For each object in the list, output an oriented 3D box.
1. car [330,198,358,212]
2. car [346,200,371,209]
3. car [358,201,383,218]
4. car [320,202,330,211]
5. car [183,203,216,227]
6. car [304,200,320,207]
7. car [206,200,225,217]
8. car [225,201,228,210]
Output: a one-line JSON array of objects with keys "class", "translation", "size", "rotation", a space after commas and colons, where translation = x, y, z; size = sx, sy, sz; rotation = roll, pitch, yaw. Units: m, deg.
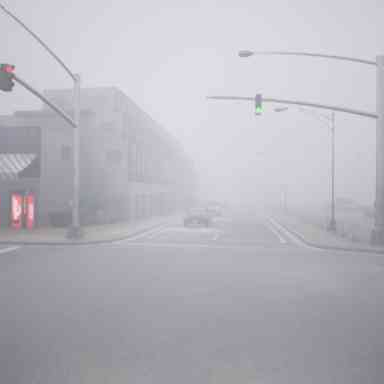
[{"class": "car", "translation": [21.399, 1.781, 45.087], "size": [3.866, 1.878, 1.905], "rotation": [0, -1, 8]}, {"class": "car", "translation": [31.196, 2.358, 62.334], "size": [3.806, 1.475, 1.970], "rotation": [0, -1, 8]}, {"class": "car", "translation": [19.510, 1.706, 32.433], "size": [5.027, 1.636, 2.152], "rotation": [0, -1, 8]}, {"class": "car", "translation": [21.420, 1.833, 48.022], "size": [4.605, 1.855, 1.932], "rotation": [0, -1, 8]}, {"class": "car", "translation": [0.555, 1.825, 25.775], "size": [1.812, 1.442, 4.674], "rotation": [0, -1, 8]}, {"class": "car", "translation": [24.296, 2.331, 66.377], "size": [3.633, 1.501, 1.845], "rotation": [0, -1, 8]}, {"class": "car", "translation": [2.273, 1.788, 37.246], "size": [2.097, 1.767, 4.553], "rotation": [0, -1, 9]}, {"class": "car", "translation": [4.844, 2.116, 54.033], "size": [1.882, 1.535, 5.008], "rotation": [0, -1, 9]}]
